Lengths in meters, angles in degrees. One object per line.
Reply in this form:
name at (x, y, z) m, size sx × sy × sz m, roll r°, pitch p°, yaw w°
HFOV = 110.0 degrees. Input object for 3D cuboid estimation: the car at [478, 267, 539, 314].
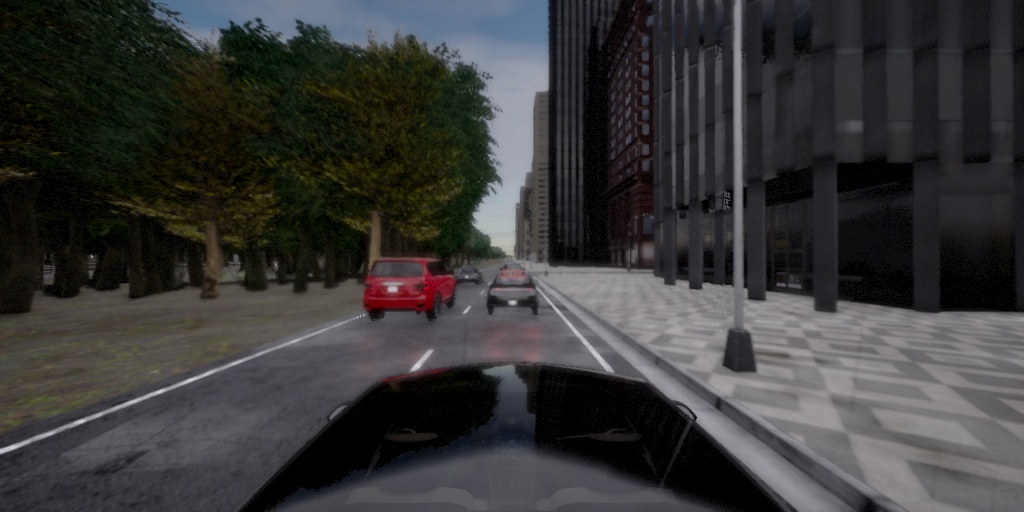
car at (0.043, 1.354, 14.270) m, size 2.128 × 1.511 × 4.902 m, roll 0°, pitch 0°, yaw 0°

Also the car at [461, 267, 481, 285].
car at (-3.457, 1.577, 29.424) m, size 1.994 × 1.385 × 4.181 m, roll 0°, pitch 0°, yaw 0°

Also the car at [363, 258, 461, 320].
car at (-3.466, 1.075, 13.164) m, size 2.150 × 2.045 × 5.566 m, roll 0°, pitch 0°, yaw 0°

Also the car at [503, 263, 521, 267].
car at (0.039, 1.361, 29.208) m, size 2.097 × 1.767 × 4.553 m, roll 0°, pitch -1°, yaw 0°
